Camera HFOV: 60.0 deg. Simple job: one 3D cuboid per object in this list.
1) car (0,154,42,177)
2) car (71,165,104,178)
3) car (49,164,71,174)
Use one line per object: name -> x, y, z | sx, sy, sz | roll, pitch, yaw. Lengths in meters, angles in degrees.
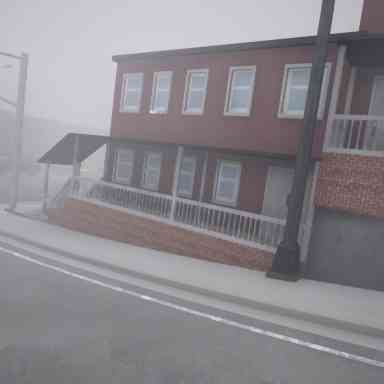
car -> -18.011, -2.751, 33.391 | 2.150, 2.045, 5.566 | 11, 7, 36
car -> -12.070, -2.493, 41.706 | 1.882, 1.535, 5.008 | 11, 7, 35
car -> -15.840, -3.029, 42.391 | 1.837, 1.490, 4.892 | 11, 7, 35
